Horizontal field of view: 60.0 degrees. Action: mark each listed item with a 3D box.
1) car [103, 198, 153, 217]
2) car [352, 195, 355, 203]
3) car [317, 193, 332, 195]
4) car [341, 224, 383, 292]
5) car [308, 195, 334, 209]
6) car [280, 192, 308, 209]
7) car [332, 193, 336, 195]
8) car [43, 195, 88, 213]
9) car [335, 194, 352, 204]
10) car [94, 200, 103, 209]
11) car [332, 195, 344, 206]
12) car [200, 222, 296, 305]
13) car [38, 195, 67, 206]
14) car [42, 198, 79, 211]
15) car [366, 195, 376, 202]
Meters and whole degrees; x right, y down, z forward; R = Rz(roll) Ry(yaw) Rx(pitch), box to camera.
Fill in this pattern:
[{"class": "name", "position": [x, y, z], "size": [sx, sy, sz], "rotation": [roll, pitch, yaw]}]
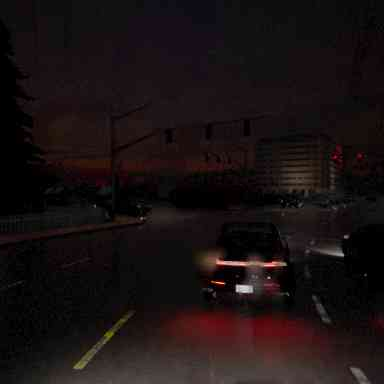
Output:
[{"class": "car", "position": [-5.962, 1.407, 32.022], "size": [4.553, 1.767, 2.097], "rotation": [0, 0, 32]}, {"class": "car", "position": [33.428, 1.355, 70.851], "size": [2.097, 1.767, 4.553], "rotation": [0, 0, 32]}, {"class": "car", "position": [24.503, 1.221, 63.047], "size": [2.150, 2.045, 5.566], "rotation": [0, 0, 32]}, {"class": "car", "position": [5.188, 1.547, 8.593], "size": [2.033, 1.411, 5.357], "rotation": [0, 0, 16]}, {"class": "car", "position": [17.514, 1.525, 45.113], "size": [1.812, 1.442, 4.674], "rotation": [0, 0, 31]}, {"class": "car", "position": [14.039, 1.223, 46.179], "size": [2.150, 2.045, 5.566], "rotation": [0, 0, 32]}, {"class": "car", "position": [29.961, 1.225, 71.894], "size": [2.150, 2.045, 5.566], "rotation": [0, 0, 32]}, {"class": "car", "position": [-14.090, 1.277, 37.100], "size": [5.566, 2.045, 2.150], "rotation": [0, 0, 32]}, {"class": "car", "position": [28.053, 1.601, 62.129], "size": [1.895, 1.301, 4.718], "rotation": [0, 0, 32]}, {"class": "car", "position": [-9.057, 1.547, 38.087], "size": [4.902, 1.511, 2.128], "rotation": [0, 0, 32]}, {"class": "car", "position": [22.700, 1.601, 53.553], "size": [1.895, 1.301, 4.718], "rotation": [0, 0, 32]}, {"class": "car", "position": [1.436, 1.492, 8.223], "size": [2.128, 1.511, 4.902], "rotation": [0, 0, 12]}, {"class": "car", "position": [-23.285, 1.407, 55.468], "size": [4.553, 1.767, 2.097], "rotation": [0, 0, 32]}, {"class": "car", "position": [-17.098, 1.533, 43.116], "size": [5.008, 1.535, 1.882], "rotation": [0, 0, 32]}, {"class": "car", "position": [42.727, 1.525, 79.294], "size": [2.128, 1.511, 4.902], "rotation": [0, 0, 32]}]
